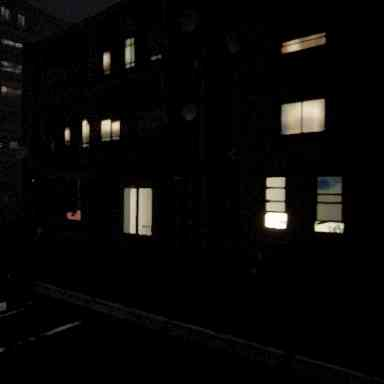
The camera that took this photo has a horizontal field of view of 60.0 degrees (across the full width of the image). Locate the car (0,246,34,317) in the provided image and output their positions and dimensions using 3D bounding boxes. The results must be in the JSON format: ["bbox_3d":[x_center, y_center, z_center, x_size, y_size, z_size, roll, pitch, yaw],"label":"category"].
[{"bbox_3d":[-4.787,1.582,6.434,4.403,1.369,2.008,0,1,36],"label":"car"}]
